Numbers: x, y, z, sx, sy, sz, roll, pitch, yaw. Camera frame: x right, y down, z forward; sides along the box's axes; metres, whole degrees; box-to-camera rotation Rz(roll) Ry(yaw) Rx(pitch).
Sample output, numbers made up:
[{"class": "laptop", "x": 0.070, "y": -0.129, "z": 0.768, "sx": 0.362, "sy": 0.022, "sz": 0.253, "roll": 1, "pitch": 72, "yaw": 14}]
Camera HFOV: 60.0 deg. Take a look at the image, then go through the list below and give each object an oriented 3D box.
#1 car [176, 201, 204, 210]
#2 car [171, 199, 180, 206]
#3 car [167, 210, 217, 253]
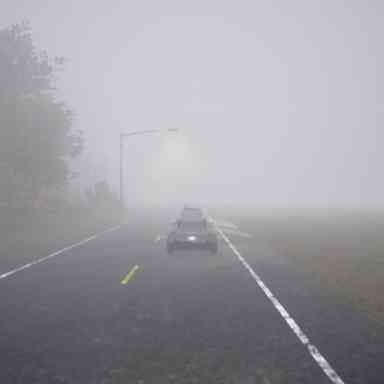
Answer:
[{"class": "car", "x": 0.008, "y": 1.768, "z": 29.297, "sx": 2.128, "sy": 1.511, "sz": 4.902, "roll": 0, "pitch": 0, "yaw": 0}, {"class": "car", "x": -3.491, "y": 2.196, "z": 71.788, "sx": 1.812, "sy": 1.442, "sz": 4.674, "roll": 0, "pitch": -1, "yaw": 0}, {"class": "car", "x": 0.006, "y": 1.699, "z": 14.272, "sx": 1.994, "sy": 1.385, "sz": 4.181, "roll": 0, "pitch": 0, "yaw": 0}]
